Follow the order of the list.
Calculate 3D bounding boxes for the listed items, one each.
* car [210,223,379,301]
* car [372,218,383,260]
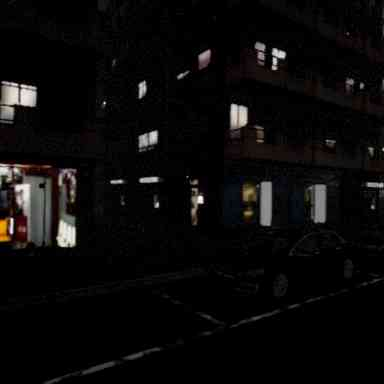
[{"bbox_3d":[2.432,1.545,8.238,4.403,1.369,2.008,0,1,-35],"label":"car"},{"bbox_3d":[6.942,1.572,11.456,4.206,1.307,1.802,0,1,-35],"label":"car"}]
